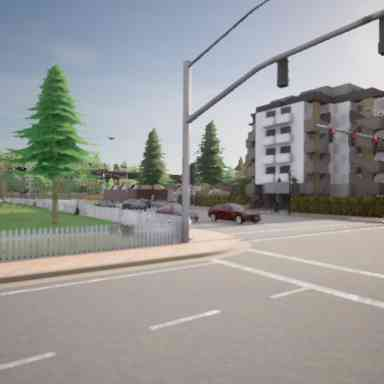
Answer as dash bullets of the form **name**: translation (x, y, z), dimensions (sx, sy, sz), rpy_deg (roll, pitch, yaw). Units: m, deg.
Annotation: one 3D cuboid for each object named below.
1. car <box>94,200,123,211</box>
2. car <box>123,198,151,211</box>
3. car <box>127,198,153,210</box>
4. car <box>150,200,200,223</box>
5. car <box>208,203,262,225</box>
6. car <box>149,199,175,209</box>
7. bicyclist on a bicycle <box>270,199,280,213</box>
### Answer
- **car**: translation (-10.527, 1.705, 40.616), dimensions (1.994, 1.385, 4.181), rpy_deg (1, -1, -34)
- **car**: translation (-7.373, 1.680, 42.195), dimensions (1.837, 1.490, 4.892), rpy_deg (1, -1, -34)
- **car**: translation (-7.653, 1.713, 48.958), dimensions (1.837, 1.490, 4.892), rpy_deg (1, 0, -34)
- **car**: translation (-1.252, 1.662, 26.839), dimensions (1.812, 1.442, 4.674), rpy_deg (1, 0, -34)
- **car**: translation (3.298, 1.647, 26.322), dimensions (1.882, 1.535, 5.008), rpy_deg (1, 0, -34)
- **car**: translation (-4.691, 1.842, 50.821), dimensions (1.895, 1.301, 4.718), rpy_deg (1, 0, -34)
- **bicyclist on a bicycle**: translation (9.295, 1.575, 37.063), dimensions (1.656, 1.620, 0.582), rpy_deg (0, 0, -34)
